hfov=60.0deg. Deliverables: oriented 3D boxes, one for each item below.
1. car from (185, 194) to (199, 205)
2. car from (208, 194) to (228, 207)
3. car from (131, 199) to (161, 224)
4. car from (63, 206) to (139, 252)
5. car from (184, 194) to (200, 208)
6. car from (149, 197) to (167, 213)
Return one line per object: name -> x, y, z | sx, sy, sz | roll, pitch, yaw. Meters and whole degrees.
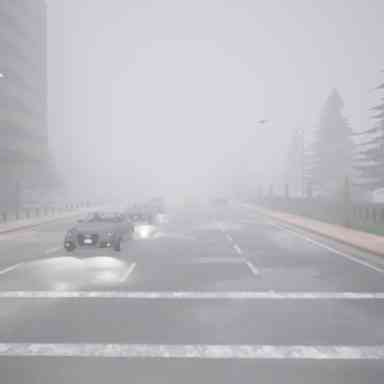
car -> -0.028, 1.125, 52.530 | 2.128, 1.511, 4.902 | 0, 0, 0
car -> 3.574, 1.164, 43.621 | 1.882, 1.535, 5.008 | 0, 0, 0
car -> -3.590, 1.424, 23.407 | 1.994, 1.385, 4.181 | 0, 0, 1
car -> -3.598, 1.497, 13.515 | 1.994, 1.385, 4.181 | 0, 0, 0
car -> -0.024, 1.179, 43.280 | 1.882, 1.535, 5.008 | 0, 0, 0
car -> -3.602, 1.291, 33.430 | 1.837, 1.490, 4.892 | 0, 0, 0
